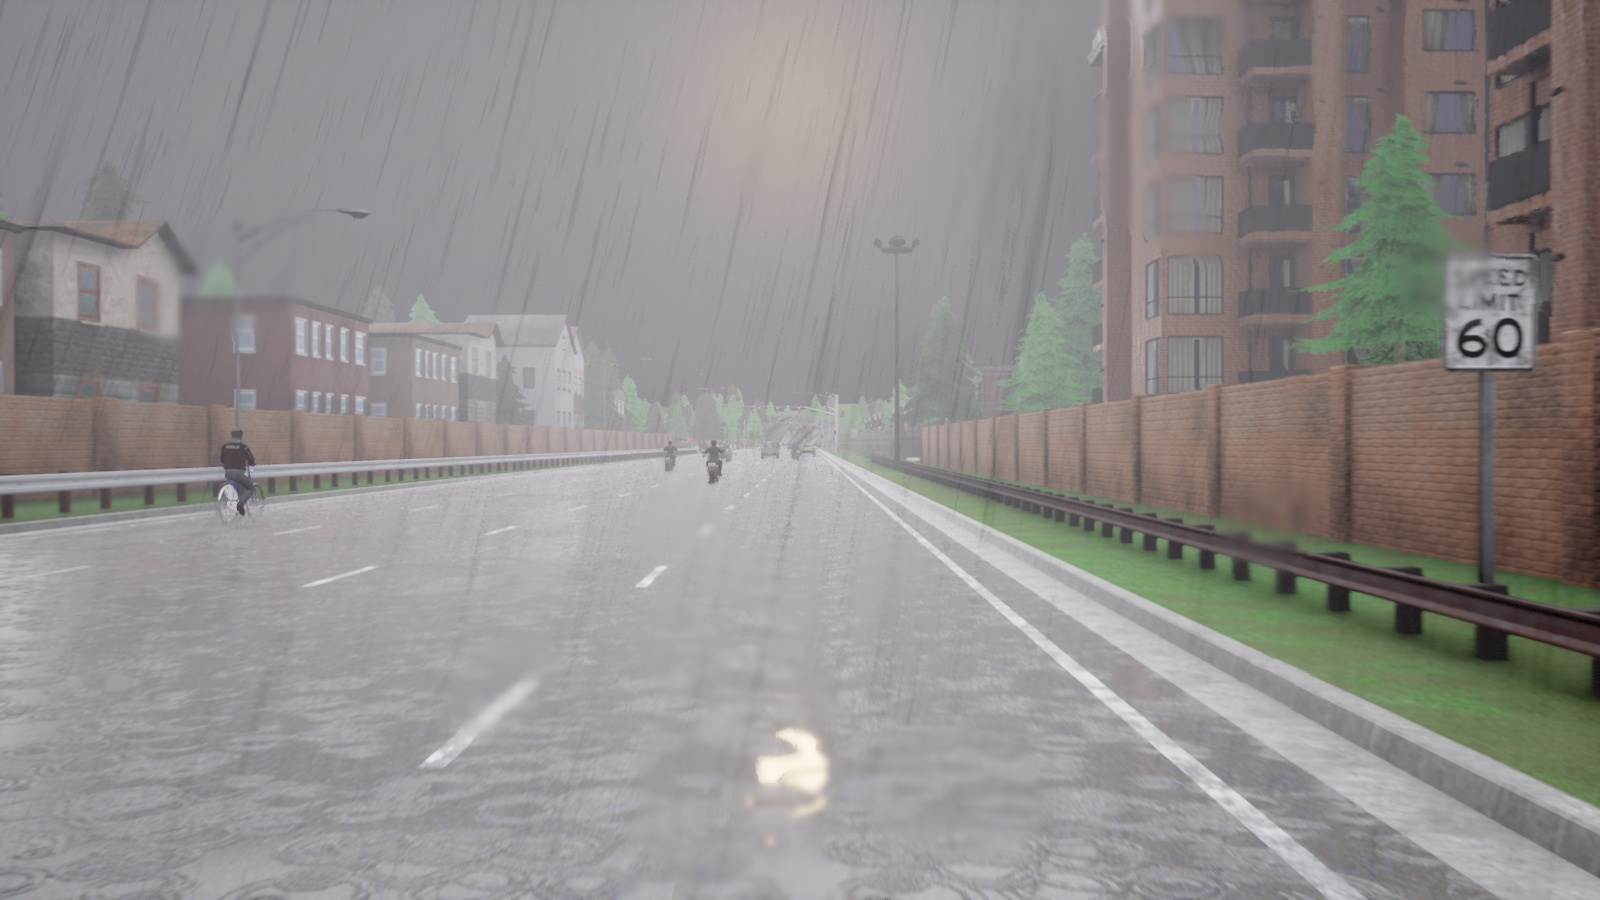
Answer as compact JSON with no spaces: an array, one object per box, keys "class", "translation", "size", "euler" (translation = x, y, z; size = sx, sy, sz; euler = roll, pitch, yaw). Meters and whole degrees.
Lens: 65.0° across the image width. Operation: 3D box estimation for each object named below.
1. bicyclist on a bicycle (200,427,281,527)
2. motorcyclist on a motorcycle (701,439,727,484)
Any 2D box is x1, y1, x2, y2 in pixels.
[{"class":"bicyclist on a bicycle","translation":[-10.352,0.478,23.302],"size":[0.659,1.776,1.843],"euler":[0,1,0]},{"class":"motorcyclist on a motorcycle","translation":[-3.217,0.430,47.136],"size":[0.766,1.649,2.350],"euler":[0,0,0]}]
